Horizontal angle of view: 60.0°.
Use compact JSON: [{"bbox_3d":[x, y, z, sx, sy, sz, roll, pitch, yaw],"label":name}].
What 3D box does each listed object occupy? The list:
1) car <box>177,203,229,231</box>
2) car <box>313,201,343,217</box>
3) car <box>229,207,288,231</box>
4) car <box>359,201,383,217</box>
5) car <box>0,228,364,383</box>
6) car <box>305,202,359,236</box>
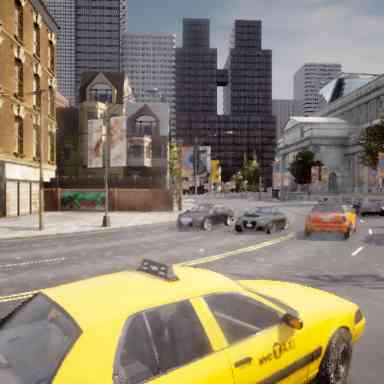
[{"bbox_3d":[0.935,1.477,20.561,2.128,1.511,4.902,0,0,32],"label":"car"},{"bbox_3d":[13.060,1.584,32.133,1.895,1.301,4.718,0,0,13],"label":"car"},{"bbox_3d":[4.029,1.552,18.913,1.994,1.385,4.181,0,0,32],"label":"car"},{"bbox_3d":[16.473,1.551,31.415,1.994,1.385,4.181,0,0,12],"label":"car"},{"bbox_3d":[-0.113,1.453,3.393,5.366,1.575,1.801,0,0,-40],"label":"car"},{"bbox_3d":[7.525,1.342,17.873,2.097,1.767,4.553,0,0,30],"label":"car"}]
